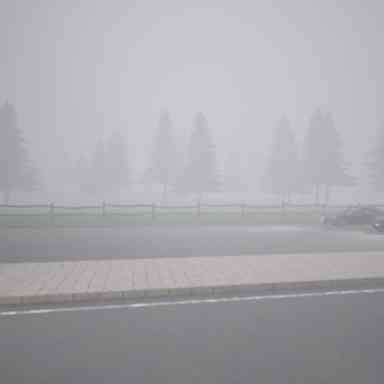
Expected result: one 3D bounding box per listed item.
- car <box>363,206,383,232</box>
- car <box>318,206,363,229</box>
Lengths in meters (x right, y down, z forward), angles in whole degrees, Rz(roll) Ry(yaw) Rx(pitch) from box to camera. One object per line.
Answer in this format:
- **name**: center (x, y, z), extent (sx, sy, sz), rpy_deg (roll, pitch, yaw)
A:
- **car**: center (13.063, 1.690, 19.714), extent (4.892, 1.490, 1.837), rpy_deg (0, 0, -12)
- **car**: center (11.143, 1.685, 22.888), extent (4.902, 1.511, 2.128), rpy_deg (0, 0, -12)
